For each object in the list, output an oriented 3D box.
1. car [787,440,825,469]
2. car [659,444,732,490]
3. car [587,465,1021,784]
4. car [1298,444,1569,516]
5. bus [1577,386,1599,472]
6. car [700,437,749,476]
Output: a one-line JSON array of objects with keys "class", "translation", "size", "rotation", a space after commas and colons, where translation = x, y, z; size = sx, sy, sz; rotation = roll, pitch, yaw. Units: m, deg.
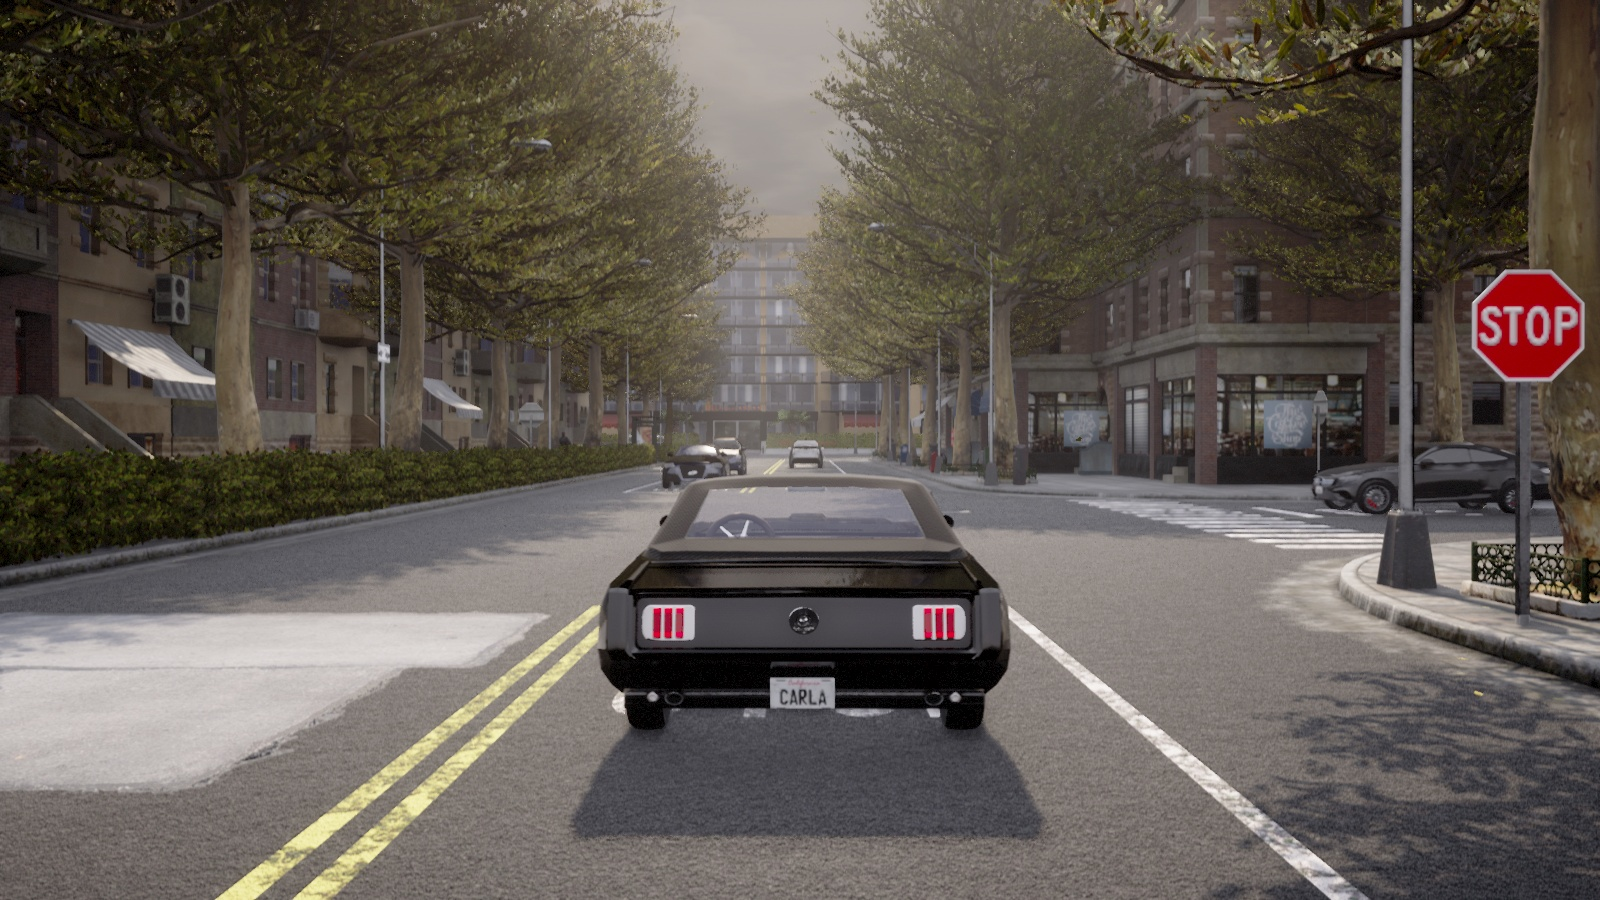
[{"class": "car", "translation": [0.329, 0.201, 68.506], "size": [2.007, 1.525, 4.514], "rotation": [0, 0, 0]}, {"class": "car", "translation": [-3.298, 0.516, 40.523], "size": [1.994, 1.385, 4.181], "rotation": [0, 0, 0]}, {"class": "car", "translation": [0.039, 0.790, 7.854], "size": [1.895, 1.301, 4.718], "rotation": [0, 0, 1]}, {"class": "car", "translation": [13.007, 0.595, 25.977], "size": [4.674, 1.442, 1.812], "rotation": [0, 0, 0]}, {"class": "bus", "translation": [41.848, -1.024, 59.392], "size": [3.944, 4.253, 10.273], "rotation": [0, 0, 1]}, {"class": "car", "translation": [-3.234, 0.250, 54.420], "size": [1.851, 1.617, 3.988], "rotation": [0, 0, 0]}]
